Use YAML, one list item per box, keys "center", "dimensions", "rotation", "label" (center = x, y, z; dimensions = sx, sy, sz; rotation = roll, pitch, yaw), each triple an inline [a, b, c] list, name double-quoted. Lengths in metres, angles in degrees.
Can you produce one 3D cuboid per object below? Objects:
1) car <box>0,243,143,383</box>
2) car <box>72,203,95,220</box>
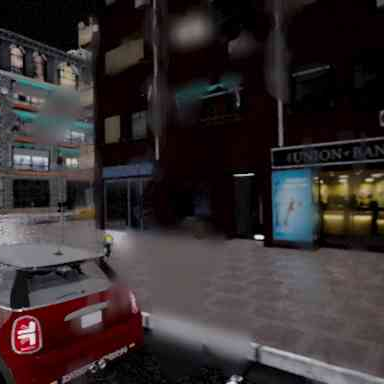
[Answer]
- center: [-2.714, 1.475, 4.886]
  dimensions: [4.097, 1.590, 1.967]
  rotation: [0, -1, 36]
  label: "car"
- center: [-7.002, 1.424, 26.239]
  dimensions: [1.752, 1.417, 4.829]
  rotation: [-1, 0, 36]
  label: "car"
